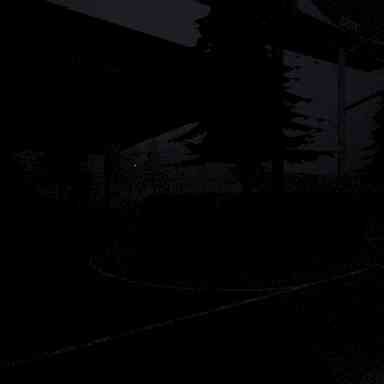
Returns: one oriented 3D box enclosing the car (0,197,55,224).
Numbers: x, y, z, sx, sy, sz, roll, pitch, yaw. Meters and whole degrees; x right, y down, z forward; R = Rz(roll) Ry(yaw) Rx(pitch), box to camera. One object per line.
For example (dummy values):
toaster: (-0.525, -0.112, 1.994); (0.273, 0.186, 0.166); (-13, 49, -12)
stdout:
car: (-11.923, 1.313, 23.512); (3.866, 1.878, 1.905); (0, 0, -36)
